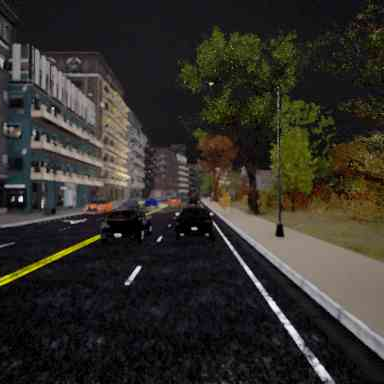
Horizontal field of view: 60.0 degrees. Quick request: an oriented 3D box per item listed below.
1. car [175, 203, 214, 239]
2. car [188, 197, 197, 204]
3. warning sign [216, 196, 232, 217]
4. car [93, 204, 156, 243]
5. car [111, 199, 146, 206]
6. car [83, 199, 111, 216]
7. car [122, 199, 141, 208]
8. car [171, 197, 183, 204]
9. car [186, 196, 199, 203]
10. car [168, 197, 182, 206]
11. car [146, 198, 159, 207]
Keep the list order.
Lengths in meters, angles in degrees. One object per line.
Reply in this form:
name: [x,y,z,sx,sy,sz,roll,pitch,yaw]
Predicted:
car: [0.128,1.565,17.919,1.882,1.535,5.008,0,0,0]
car: [0.114,1.819,69.927,1.994,1.385,4.181,0,0,0]
warning sign: [2.891,1.260,29.858,1.300,1.860,1.060,-1,-1,0]
car: [-3.126,1.585,16.473,1.837,1.490,4.892,0,0,0]
car: [-6.540,1.716,34.736,2.033,1.411,5.357,0,0,0]
car: [-9.787,1.522,34.872,2.097,1.767,4.553,0,0,0]
car: [-9.724,1.810,53.532,2.033,1.411,5.357,0,0,1]
car: [-3.136,1.791,69.932,2.128,1.511,4.902,0,0,0]
car: [0.098,1.797,59.504,1.837,1.490,4.892,0,0,0]
car: [-3.152,1.646,59.897,2.097,1.767,4.553,0,0,0]
car: [-6.475,1.740,53.513,1.882,1.535,5.008,0,-1,0]
